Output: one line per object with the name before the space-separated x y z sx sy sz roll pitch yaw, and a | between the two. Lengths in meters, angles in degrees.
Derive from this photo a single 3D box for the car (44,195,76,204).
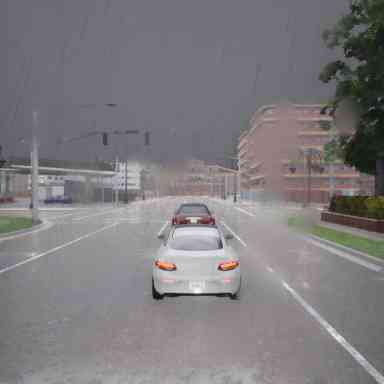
car | -23.388 1.295 58.028 4.611 1.667 2.242 0 0 1

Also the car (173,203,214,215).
car | 0.079 1.352 17.299 2.097 1.767 4.553 0 0 0

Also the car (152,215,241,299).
car | 0.094 1.526 8.306 1.812 1.442 4.674 0 0 0
